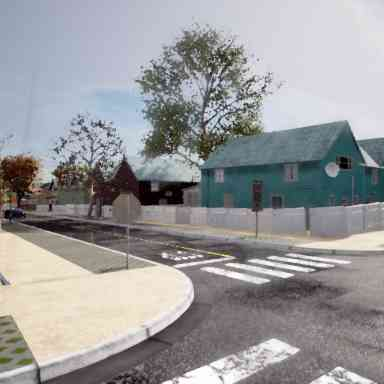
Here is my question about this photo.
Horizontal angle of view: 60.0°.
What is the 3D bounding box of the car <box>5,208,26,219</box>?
[{"bbox_3d":[-23.313,2.744,43.919,1.994,1.385,4.181,1,-2,-36],"label":"car"}]
